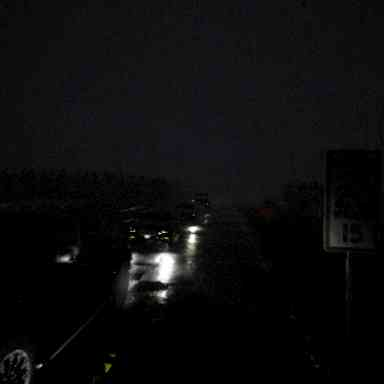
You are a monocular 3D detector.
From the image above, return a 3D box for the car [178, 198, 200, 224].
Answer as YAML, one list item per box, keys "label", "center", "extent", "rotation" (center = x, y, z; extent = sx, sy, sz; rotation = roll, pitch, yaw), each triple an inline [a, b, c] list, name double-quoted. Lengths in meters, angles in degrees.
- label: "car"
  center: [-0.470, 1.491, 25.222]
  extent: [1.882, 1.535, 5.008]
  rotation: [2, 0, 6]

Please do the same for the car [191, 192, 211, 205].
- label: "car"
  center: [1.123, 0.969, 40.301]
  extent: [2.150, 2.045, 5.566]
  rotation: [2, 0, 6]

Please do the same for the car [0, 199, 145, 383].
- label: "car"
  center: [-2.482, 1.154, 4.810]
  extent: [2.150, 2.045, 5.566]
  rotation: [2, 0, 6]

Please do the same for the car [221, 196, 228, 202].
- label: "car"
  center: [8.882, 1.983, 91.233]
  extent: [1.882, 1.535, 5.008]
  rotation: [2, 0, 6]

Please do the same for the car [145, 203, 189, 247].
- label: "car"
  center: [-1.473, 1.476, 15.159]
  extent: [1.837, 1.490, 4.892]
  rotation: [2, 0, 6]

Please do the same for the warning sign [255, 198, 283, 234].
- label: "warning sign"
  center: [4.119, 1.251, 17.850]
  extent: [1.300, 1.860, 1.060]
  rotation: [1, -1, 6]
